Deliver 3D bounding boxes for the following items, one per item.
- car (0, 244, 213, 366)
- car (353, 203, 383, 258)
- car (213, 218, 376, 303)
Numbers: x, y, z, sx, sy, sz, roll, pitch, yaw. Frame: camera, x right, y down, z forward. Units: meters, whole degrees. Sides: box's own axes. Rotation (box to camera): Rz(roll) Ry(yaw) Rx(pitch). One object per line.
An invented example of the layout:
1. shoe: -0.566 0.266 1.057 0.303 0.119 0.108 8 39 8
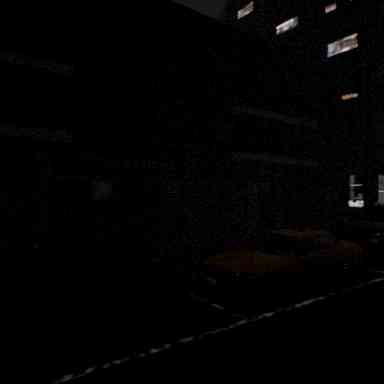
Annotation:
1. car: -2.027 1.566 5.100 4.313 1.339 1.947 0 1 -35
2. car: 7.047 1.314 11.562 5.009 1.841 2.192 0 1 -35
3. car: 2.370 1.525 8.233 4.829 1.417 1.752 0 1 -35
